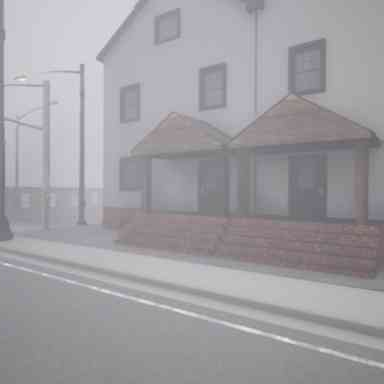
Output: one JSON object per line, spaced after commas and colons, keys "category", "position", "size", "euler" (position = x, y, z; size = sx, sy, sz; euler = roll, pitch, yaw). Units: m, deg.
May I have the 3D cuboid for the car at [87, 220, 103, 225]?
{"category": "car", "position": [-9.695, 3.632, 35.601], "size": [1.994, 1.385, 4.181], "euler": [0, -10, 35]}
